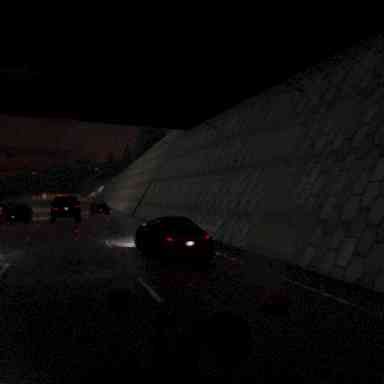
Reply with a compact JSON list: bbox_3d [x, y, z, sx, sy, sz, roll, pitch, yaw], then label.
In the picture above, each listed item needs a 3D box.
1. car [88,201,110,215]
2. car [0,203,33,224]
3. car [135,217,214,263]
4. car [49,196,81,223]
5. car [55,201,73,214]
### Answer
[{"bbox_3d":[-10.150,1.681,36.221,1.812,1.442,4.674,0,0,-21],"label":"car"},{"bbox_3d":[-13.735,1.620,26.173,1.882,1.535,5.008,0,0,-21],"label":"car"},{"bbox_3d":[-0.799,1.603,12.327,1.994,1.385,4.181,0,0,-21],"label":"car"},{"bbox_3d":[-10.380,1.351,27.232,2.150,2.045,5.566,0,0,-22],"label":"car"},{"bbox_3d":[-15.465,1.793,40.184,1.895,1.301,4.718,0,0,-21],"label":"car"}]
